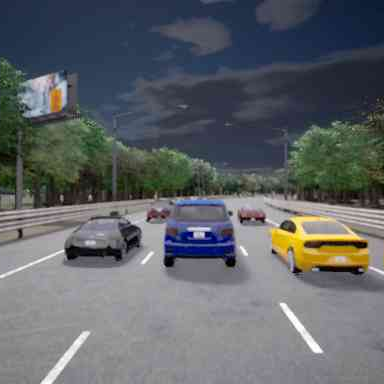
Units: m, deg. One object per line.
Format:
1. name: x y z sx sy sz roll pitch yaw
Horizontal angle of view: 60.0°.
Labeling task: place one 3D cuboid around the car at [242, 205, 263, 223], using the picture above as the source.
1. car: 4.555 1.702 26.156 1.895 1.301 4.718 0 0 4

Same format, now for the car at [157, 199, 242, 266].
1. car: 0.310 1.266 11.824 2.150 2.045 5.566 0 0 2

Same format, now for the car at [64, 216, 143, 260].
1. car: -3.157 1.604 12.599 1.994 1.385 4.181 0 0 2

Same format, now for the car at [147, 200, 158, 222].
1. car: -2.343 1.450 27.679 2.097 1.767 4.553 0 0 4

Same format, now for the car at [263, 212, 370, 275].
1. car: 3.770 1.520 10.719 1.882 1.535 5.008 0 0 2

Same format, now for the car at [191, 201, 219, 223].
1. car: 1.174 1.596 27.777 2.128 1.511 4.902 0 0 5
